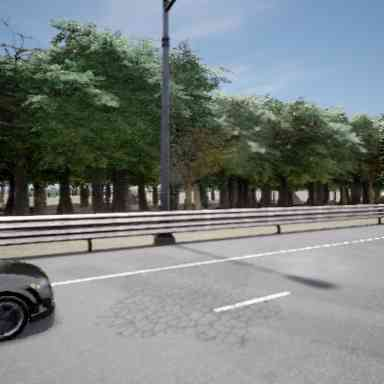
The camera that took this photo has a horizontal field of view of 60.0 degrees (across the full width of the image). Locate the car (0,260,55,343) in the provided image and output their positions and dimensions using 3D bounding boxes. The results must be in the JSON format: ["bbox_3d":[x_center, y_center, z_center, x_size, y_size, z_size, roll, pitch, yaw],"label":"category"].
[{"bbox_3d":[-4.342,1.522,4.998,4.181,1.385,1.994,0,0,-34],"label":"car"}]
